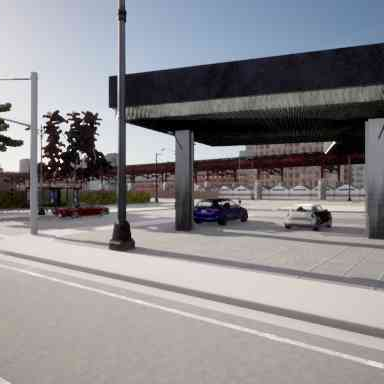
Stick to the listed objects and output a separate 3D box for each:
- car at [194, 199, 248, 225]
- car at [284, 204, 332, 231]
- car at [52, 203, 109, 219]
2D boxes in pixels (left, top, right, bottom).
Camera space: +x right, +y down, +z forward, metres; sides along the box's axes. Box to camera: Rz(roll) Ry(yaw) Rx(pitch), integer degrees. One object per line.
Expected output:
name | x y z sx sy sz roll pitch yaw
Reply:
car | 2.066 1.299 22.977 2.242 1.667 4.611 0 0 37
car | 7.145 1.458 20.186 1.970 1.475 3.806 0 0 37
car | -9.598 1.609 29.169 1.895 1.301 4.718 0 0 36
